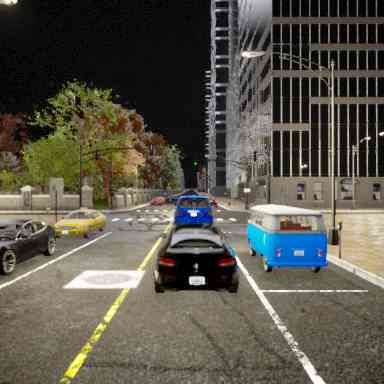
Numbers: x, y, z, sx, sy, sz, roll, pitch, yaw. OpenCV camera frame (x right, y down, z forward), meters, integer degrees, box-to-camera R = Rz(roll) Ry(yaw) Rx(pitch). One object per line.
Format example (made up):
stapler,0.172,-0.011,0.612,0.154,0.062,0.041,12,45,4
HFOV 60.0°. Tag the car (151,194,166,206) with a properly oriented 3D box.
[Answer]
car,-5.719,1.537,54.234,1.887,1.381,4.507,0,0,0

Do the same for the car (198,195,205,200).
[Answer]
car,2.640,1.487,94.183,1.752,1.417,4.829,0,0,0

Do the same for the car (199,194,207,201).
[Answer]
car,2.646,1.419,82.647,1.967,1.590,4.097,0,0,0

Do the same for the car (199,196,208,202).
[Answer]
car,2.649,1.550,76.966,1.947,1.339,4.313,0,0,0

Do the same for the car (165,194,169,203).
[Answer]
car,-5.723,1.543,59.917,2.008,1.369,4.403,0,0,0

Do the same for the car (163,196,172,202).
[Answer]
car,-5.732,1.566,76.965,1.802,1.307,4.206,0,0,0

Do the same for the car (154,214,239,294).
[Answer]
car,0.098,1.526,8.668,1.812,1.442,4.674,0,0,0

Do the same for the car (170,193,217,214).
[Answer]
car,0.090,1.223,19.733,2.150,2.045,5.566,0,0,0

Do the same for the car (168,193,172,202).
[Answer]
car,-5.728,1.303,71.283,2.192,1.841,5.009,0,0,0

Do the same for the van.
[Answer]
van,2.769,1.341,10.436,1.690,1.788,3.998,0,0,0

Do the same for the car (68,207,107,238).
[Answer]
car,-5.827,1.524,17.663,1.752,1.417,4.829,0,0,0

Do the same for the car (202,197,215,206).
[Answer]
car,2.661,1.559,54.241,1.947,1.339,4.313,0,0,0

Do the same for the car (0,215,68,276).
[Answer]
car,-5.775,1.566,10.429,1.947,1.339,4.313,0,0,0
